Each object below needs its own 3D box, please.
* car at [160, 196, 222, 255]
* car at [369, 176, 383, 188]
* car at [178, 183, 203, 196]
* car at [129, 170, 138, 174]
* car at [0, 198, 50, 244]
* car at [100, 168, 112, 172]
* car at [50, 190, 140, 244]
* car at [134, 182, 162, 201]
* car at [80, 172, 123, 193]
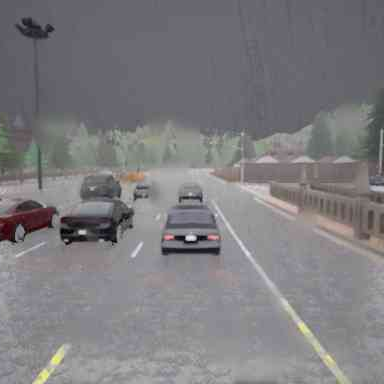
[{"bbox_3d":[-0.028,1.142,11.481,2.033,1.411,5.357,0,3,0],"label":"car"},{"bbox_3d":[24.696,-1.183,41.332,5.357,1.411,2.033,0,5,2],"label":"car"},{"bbox_3d":[-0.106,-0.042,27.266,1.994,1.385,4.181,0,5,0],"label":"car"},{"bbox_3d":[-14.440,-4.717,83.153,2.097,1.767,4.553,0,5,0],"label":"car"},{"bbox_3d":[-7.021,0.969,13.147,1.882,1.535,5.008,0,4,0],"label":"car"},{"bbox_3d":[-21.440,-4.839,83.043,2.150,2.045,5.566,0,5,0],"label":"car"},{"bbox_3d":[-3.521,0.968,13.170,1.882,1.535,5.008,0,4,0],"label":"car"},{"bbox_3d":[-3.606,-0.119,27.327,2.128,1.511,4.902,0,5,0],"label":"car"},{"bbox_3d":[-7.111,-0.313,26.374,2.150,2.045,5.566,0,5,0],"label":"car"}]
